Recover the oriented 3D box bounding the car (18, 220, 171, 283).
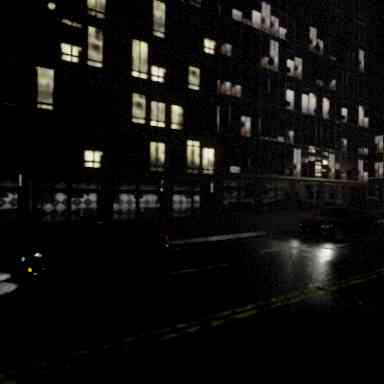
[{"bbox_3d":[-2.717,1.555,9.732,4.181,1.385,1.994,0,0,-36],"label":"car"}]

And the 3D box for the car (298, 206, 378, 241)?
[{"bbox_3d":[7.502,1.475,16.964,5.008,1.535,1.882,0,0,-35],"label":"car"}]
